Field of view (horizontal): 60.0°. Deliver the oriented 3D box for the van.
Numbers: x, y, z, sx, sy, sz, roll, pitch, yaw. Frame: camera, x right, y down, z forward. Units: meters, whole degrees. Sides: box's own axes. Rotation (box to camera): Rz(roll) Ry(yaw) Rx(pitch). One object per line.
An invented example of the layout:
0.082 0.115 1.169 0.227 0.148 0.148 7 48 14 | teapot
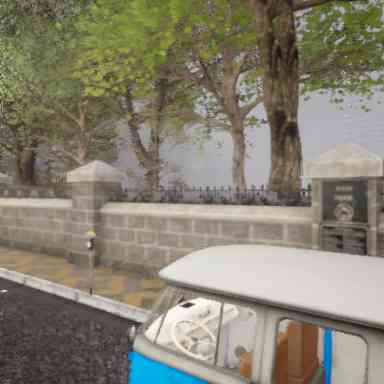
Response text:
1.353 1.342 1.923 3.998 1.788 1.690 1 0 36 | van
